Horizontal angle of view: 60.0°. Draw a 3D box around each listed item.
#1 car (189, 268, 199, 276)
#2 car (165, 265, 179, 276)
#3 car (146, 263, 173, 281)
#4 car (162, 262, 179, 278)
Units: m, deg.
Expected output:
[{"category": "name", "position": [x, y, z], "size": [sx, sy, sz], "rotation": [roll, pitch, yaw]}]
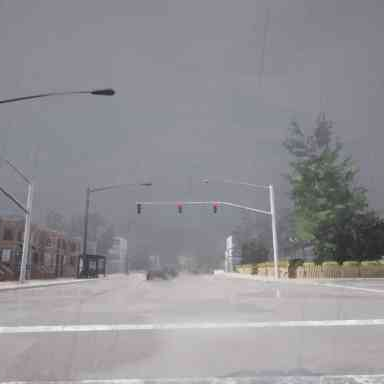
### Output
[{"category": "car", "position": [0.380, 14.644, 61.314], "size": [2.033, 1.411, 5.357], "rotation": [-1, -13, 0]}, {"category": "car", "position": [-3.312, 13.130, 55.494], "size": [2.097, 1.767, 4.553], "rotation": [-1, -13, 0]}, {"category": "car", "position": [-3.446, 8.239, 33.820], "size": [2.033, 1.411, 5.357], "rotation": [-1, -13, 1]}, {"category": "car", "position": [-3.386, 10.501, 44.872], "size": [2.150, 2.045, 5.566], "rotation": [-1, -14, 0]}]
